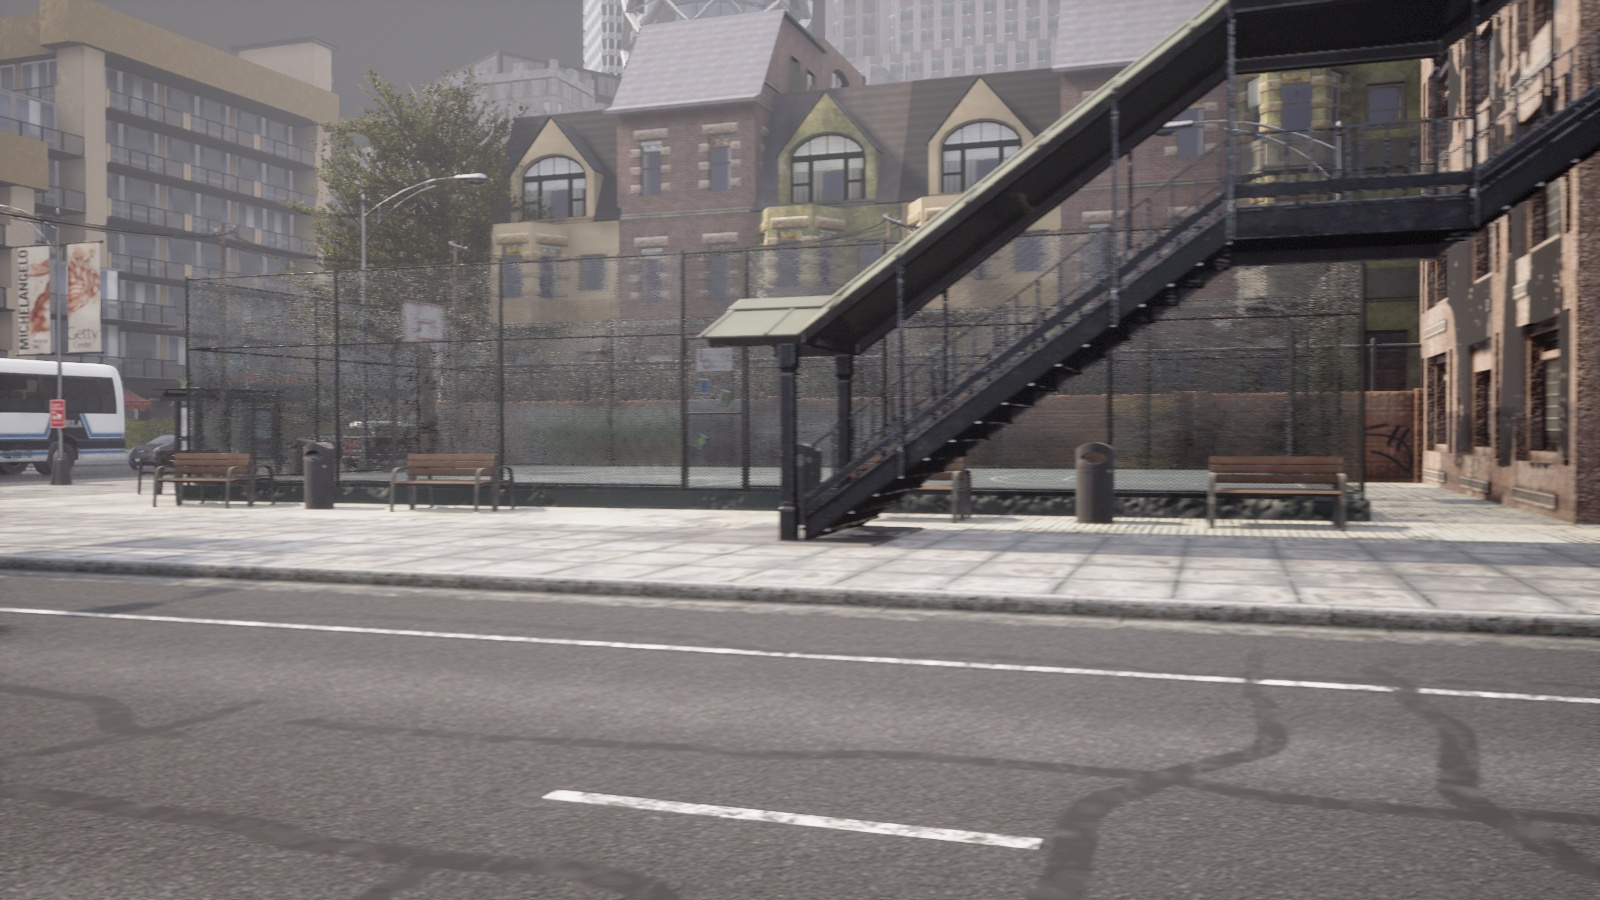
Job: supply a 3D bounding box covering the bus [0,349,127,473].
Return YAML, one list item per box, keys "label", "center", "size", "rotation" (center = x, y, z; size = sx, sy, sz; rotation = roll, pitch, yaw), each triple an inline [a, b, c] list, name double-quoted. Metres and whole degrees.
- label: "bus"
  center: [-29.366, -1.367, 44.010]
  size: [3.944, 4.253, 10.273]
  rotation: [1, 1, 18]

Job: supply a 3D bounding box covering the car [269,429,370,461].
- label: "car"
  center: [-23.503, -0.274, 61.651]
  size: [1.882, 1.535, 5.008]
  rotation: [1, 1, 18]

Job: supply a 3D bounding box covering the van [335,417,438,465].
- label: "van"
  center: [-18.252, -0.411, 55.598]
  size: [2.069, 2.038, 4.480]
  rotation: [1, 1, 18]

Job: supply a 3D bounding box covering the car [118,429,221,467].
- label: "car"
  center: [-26.435, -0.106, 52.798]
  size: [1.845, 1.501, 3.633]
  rotation: [1, 1, 18]
